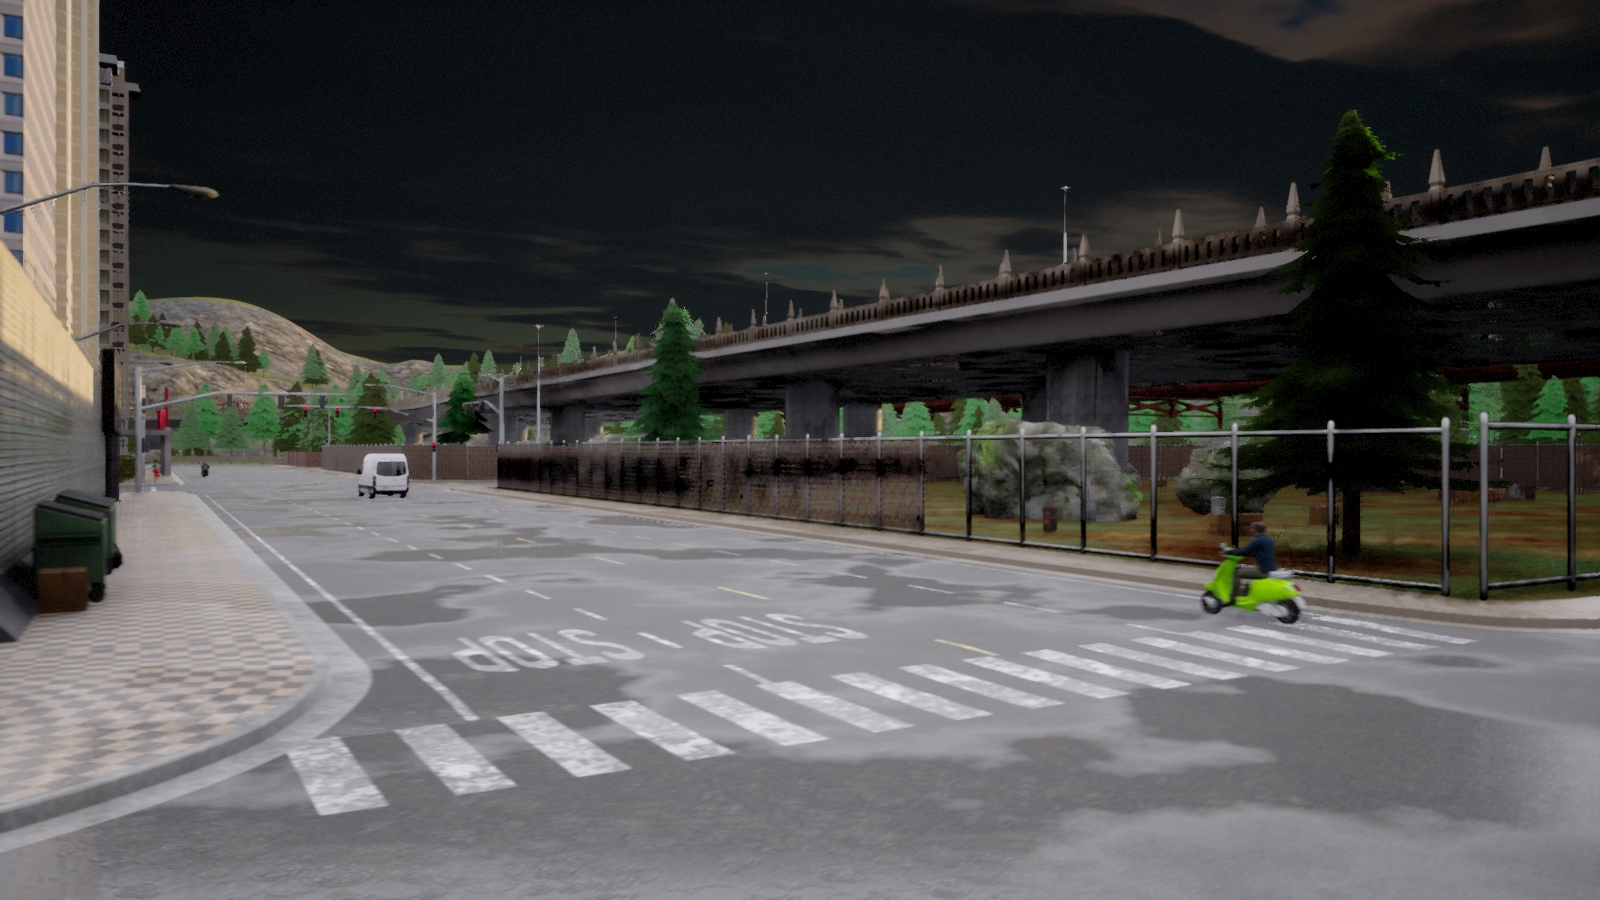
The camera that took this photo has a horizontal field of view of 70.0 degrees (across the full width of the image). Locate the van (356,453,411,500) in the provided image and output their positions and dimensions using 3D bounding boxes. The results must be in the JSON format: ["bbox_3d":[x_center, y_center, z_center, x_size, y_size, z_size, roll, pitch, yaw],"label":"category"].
[{"bbox_3d":[-24.221,1.480,66.300,1.988,2.561,5.915,0,0,-30],"label":"van"}]
